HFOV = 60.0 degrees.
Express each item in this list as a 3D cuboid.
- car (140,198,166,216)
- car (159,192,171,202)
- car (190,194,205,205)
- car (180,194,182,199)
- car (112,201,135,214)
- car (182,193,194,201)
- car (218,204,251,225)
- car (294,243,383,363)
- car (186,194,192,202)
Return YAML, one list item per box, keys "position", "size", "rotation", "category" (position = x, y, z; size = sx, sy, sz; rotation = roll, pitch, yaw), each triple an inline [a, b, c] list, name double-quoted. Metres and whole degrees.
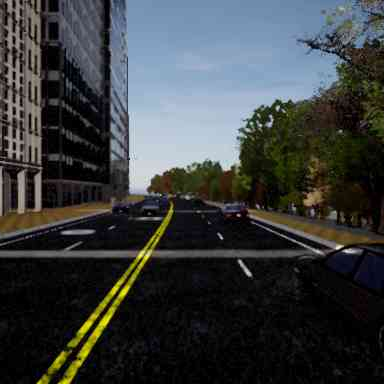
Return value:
- position: [-3.966, 1.595, 32.978]
  size: [2.033, 1.411, 5.357]
  rotation: [0, 0, -2]
  category: "car"
- position: [-6.217, 1.415, 73.812]
  size: [2.097, 1.767, 4.553]
  rotation: [0, 0, -4]
  category: "car"
- position: [1.191, 1.633, 61.608]
  size: [1.994, 1.385, 4.181]
  rotation: [0, 0, -4]
  category: "car"
- position: [-1.574, 1.685, 94.692]
  size: [1.895, 1.301, 4.718]
  rotation: [0, 0, -6]
  category: "car"
- position: [-7.325, 1.654, 35.842]
  size: [1.895, 1.301, 4.718]
  rotation: [0, 0, -2]
  category: "car"
- position: [-0.526, 1.303, 83.685]
  size: [2.150, 2.045, 5.566]
  rotation: [0, 0, -5]
  category: "car"
- position: [3.005, 1.580, 24.390]
  size: [2.033, 1.411, 5.357]
  rotation: [0, 0, -2]
  category: "car"
- position: [3.321, 1.554, 5.406]
  size: [2.033, 1.411, 5.357]
  rotation: [0, 0, 0]
  category: "car"
- position: [0.398, 1.641, 72.637]
  size: [1.994, 1.385, 4.181]
  rotation: [0, 0, -4]
  category: "car"
